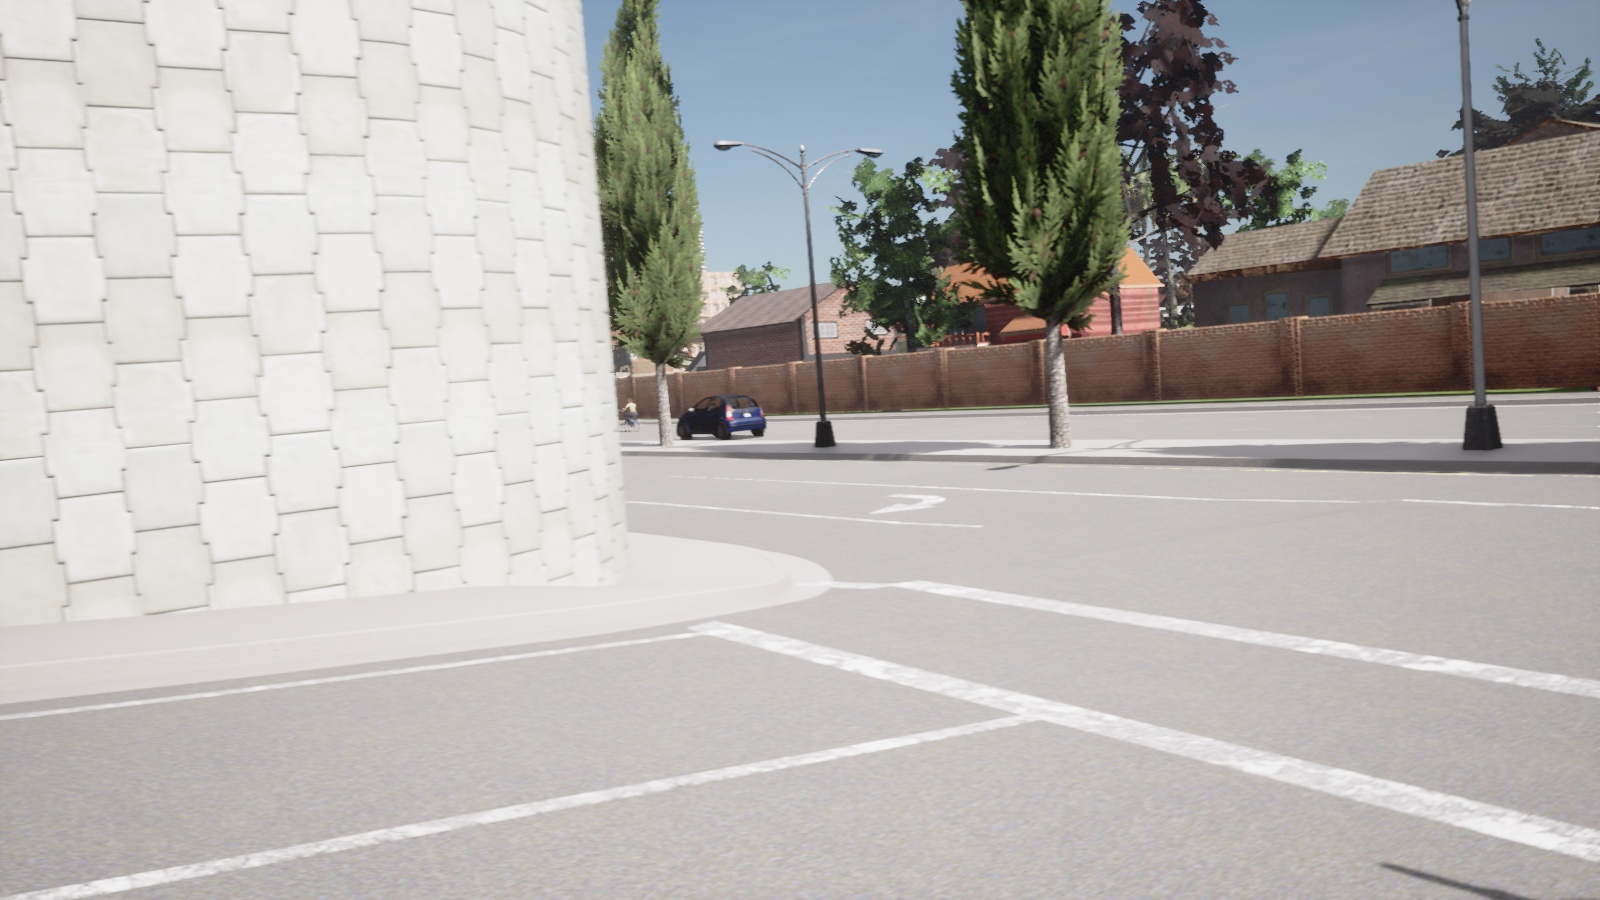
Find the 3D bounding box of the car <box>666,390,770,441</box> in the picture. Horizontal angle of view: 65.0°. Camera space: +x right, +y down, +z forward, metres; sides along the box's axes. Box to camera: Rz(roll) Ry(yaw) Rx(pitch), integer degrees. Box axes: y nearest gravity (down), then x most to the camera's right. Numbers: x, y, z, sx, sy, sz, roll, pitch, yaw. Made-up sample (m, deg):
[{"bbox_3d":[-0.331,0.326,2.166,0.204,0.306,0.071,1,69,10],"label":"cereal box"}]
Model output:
[{"bbox_3d":[-3.051,-1.249,46.313,1.851,1.617,3.988,-7,5,-36],"label":"car"}]
